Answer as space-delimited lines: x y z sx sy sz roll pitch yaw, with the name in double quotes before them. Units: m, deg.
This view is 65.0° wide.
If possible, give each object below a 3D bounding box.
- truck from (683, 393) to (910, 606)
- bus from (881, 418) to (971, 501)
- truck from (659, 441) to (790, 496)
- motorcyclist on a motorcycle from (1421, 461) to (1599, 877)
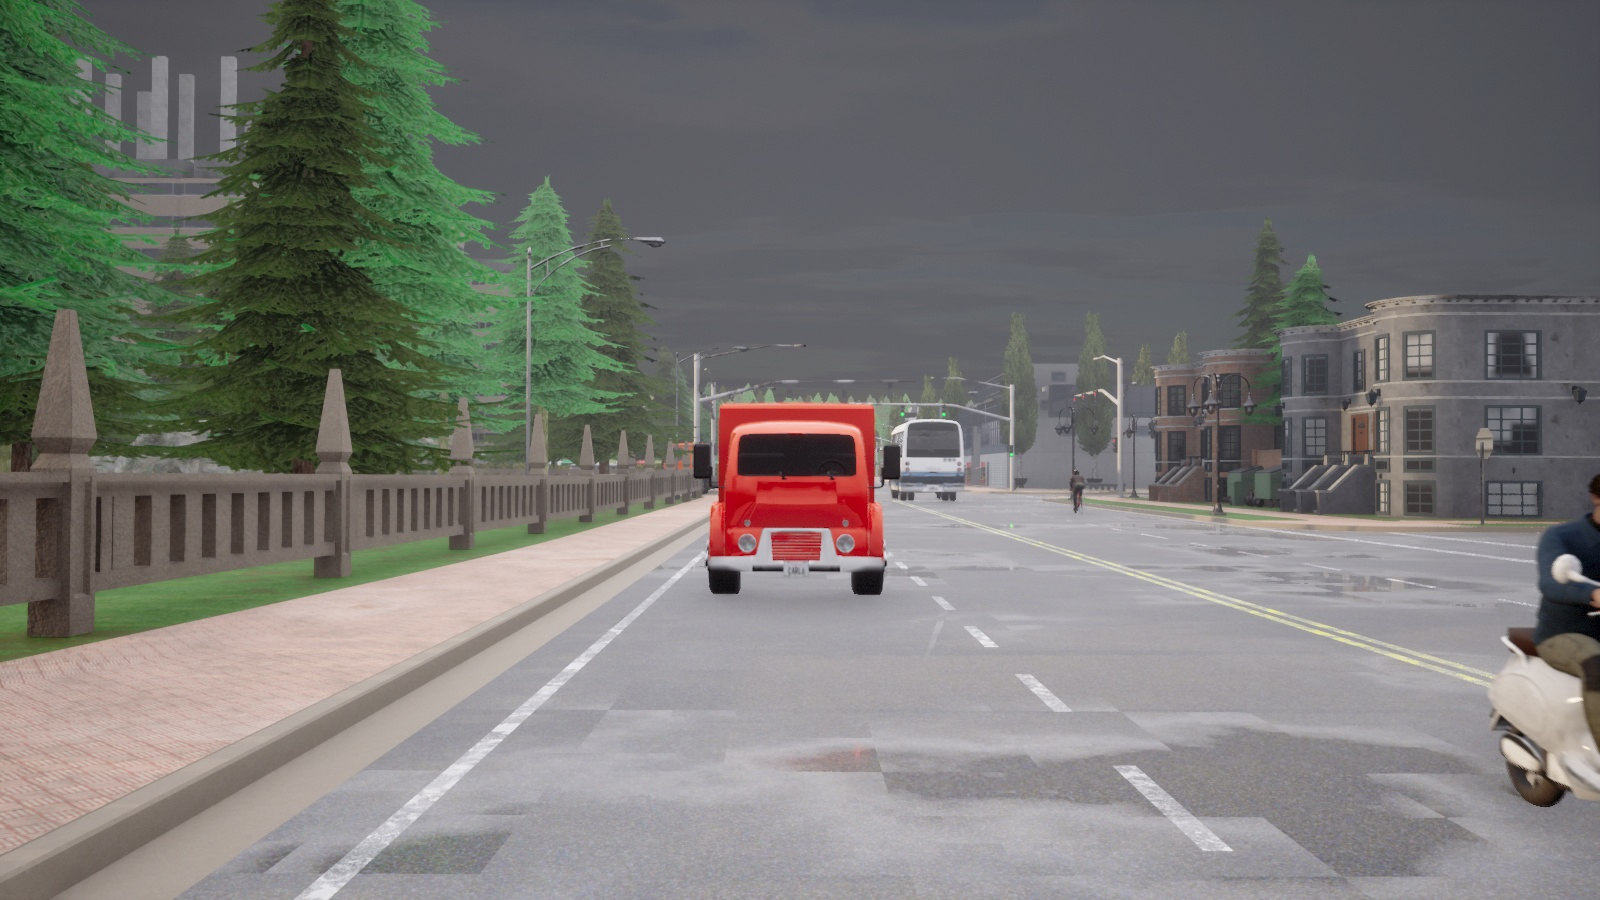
"truck" -0.046 0.616 17.209 2.627 2.467 5.204 0 -1 0
"bus" 6.818 0.582 69.926 3.944 4.253 10.273 0 -1 0
"truck" -4.853 1.203 80.636 7.936 3.462 2.891 -1 -1 22
"motorcyclist on a motorcycle" 3.486 0.842 5.239 0.866 1.590 1.817 0 -1 0
